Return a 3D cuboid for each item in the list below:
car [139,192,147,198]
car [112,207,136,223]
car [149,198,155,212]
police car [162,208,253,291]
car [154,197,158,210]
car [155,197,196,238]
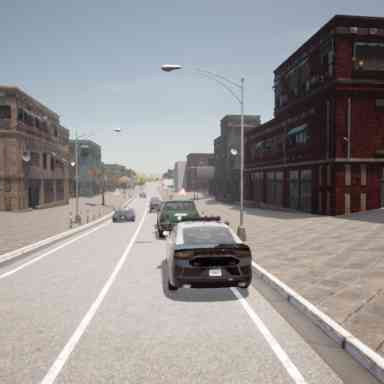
[{"bbox_3d":[-12.580,0.795,85.210,1.837,1.490,4.892,0,2,-7],"label":"car"},{"bbox_3d":[-6.274,2.088,30.959,1.994,1.385,4.181,0,-1,-7],"label":"car"},{"bbox_3d":[-4.951,1.996,46.295,1.837,1.490,4.892,0,-1,-7],"label":"car"},{"bbox_3d":[0.230,1.479,9.381,1.930,1.638,5.238,0,-1,-6],"label":"police car"},{"bbox_3d":[-1.579,1.622,25.287,2.150,2.045,5.566,0,-1,-7],"label":"car"},{"bbox_3d":[-0.875,1.466,19.318,2.150,2.045,5.566,0,-1,-7],"label":"car"}]
